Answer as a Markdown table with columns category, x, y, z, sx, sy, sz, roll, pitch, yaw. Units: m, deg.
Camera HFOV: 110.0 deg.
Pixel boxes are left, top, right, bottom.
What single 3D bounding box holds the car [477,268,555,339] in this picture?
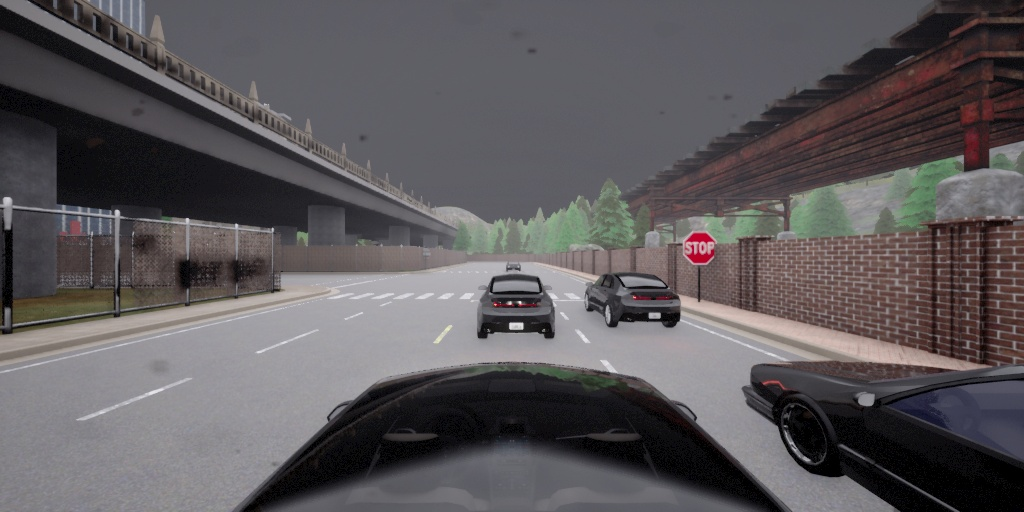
| category | x | y | z | sx | sy | sz | roll | pitch | yaw |
| --- | --- | --- | --- | --- | --- | --- | --- | --- | --- |
| car | 0.095 | 1.255 | 10.083 | 1.837 | 1.490 | 4.892 | 0 | 0 | 0 |

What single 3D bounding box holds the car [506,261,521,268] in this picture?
| category | x | y | z | sx | sy | sz | roll | pitch | yaw |
| --- | --- | --- | --- | --- | --- | --- | --- | --- | --- |
| car | 0.166 | 1.351 | 46.357 | 1.895 | 1.301 | 4.718 | 0 | 0 | -1 |

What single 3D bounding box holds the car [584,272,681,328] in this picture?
| category | x | y | z | sx | sy | sz | roll | pitch | yaw |
| --- | --- | --- | --- | --- | --- | --- | --- | --- | --- |
| car | 3.596 | 1.255 | 11.443 | 1.837 | 1.490 | 4.892 | 0 | 0 | 0 |

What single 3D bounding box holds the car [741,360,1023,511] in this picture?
| category | x | y | z | sx | sy | sz | roll | pitch | yaw |
| --- | --- | --- | --- | --- | --- | --- | --- | --- | --- |
| car | 3.600 | 1.297 | 1.697 | 2.033 | 1.411 | 5.357 | 0 | 0 | 0 |
